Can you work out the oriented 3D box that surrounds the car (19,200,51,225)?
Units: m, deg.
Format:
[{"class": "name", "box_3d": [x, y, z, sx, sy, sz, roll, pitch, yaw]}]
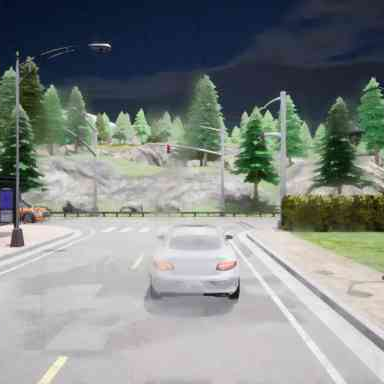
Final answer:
[{"class": "car", "box_3d": [-12.595, 1.367, 23.783, 4.553, 1.767, 2.097, 0, 0, 1]}]

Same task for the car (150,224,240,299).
[{"class": "car", "box_3d": [0.077, 1.526, 8.310, 1.812, 1.442, 4.674, 0, 0, 1]}]
